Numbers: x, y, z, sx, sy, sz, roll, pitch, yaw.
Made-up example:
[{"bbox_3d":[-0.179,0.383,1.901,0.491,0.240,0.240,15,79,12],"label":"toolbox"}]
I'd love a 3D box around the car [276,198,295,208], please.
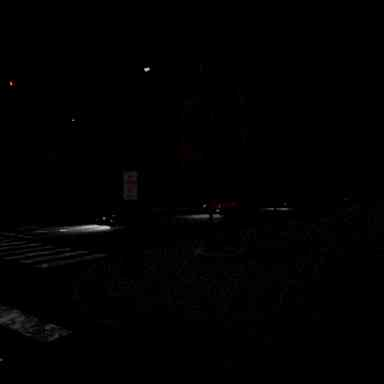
[{"bbox_3d":[14.077,1.642,50.221,1.837,1.490,4.892,0,0,35],"label":"car"}]

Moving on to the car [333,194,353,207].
[{"bbox_3d":[24.063,1.347,52.899,2.150,2.045,5.566,0,0,35],"label":"car"}]

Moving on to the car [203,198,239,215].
[{"bbox_3d":[3.045,1.400,34.808,2.097,1.767,4.553,0,0,35],"label":"car"}]

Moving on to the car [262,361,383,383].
[{"bbox_3d":[2.178,1.551,1.289,4.403,1.369,2.008,0,0,36],"label":"car"}]

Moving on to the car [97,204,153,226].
[{"bbox_3d":[-4.727,1.588,23.845,1.994,1.385,4.181,0,0,35],"label":"car"}]
